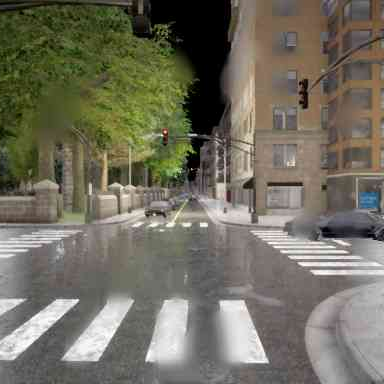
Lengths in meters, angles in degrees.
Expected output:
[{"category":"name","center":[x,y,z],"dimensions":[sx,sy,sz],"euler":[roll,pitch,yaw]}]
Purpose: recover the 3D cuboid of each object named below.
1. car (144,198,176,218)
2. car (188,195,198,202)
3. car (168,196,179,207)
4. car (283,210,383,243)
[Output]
[{"category":"car","center":[-2.998,1.527,30.708],"dimensions":[2.033,1.411,5.357],"euler":[0,0,4]},{"category":"car","center":[0.210,1.425,70.817],"dimensions":[1.812,1.442,4.674],"euler":[0,0,0]},{"category":"car","center":[-2.997,1.465,40.780],"dimensions":[1.837,1.490,4.892],"euler":[0,0,0]},{"category":"car","center":[7.149,1.557,15.706],"dimensions":[5.357,1.411,2.033],"euler":[0,0,1]}]
